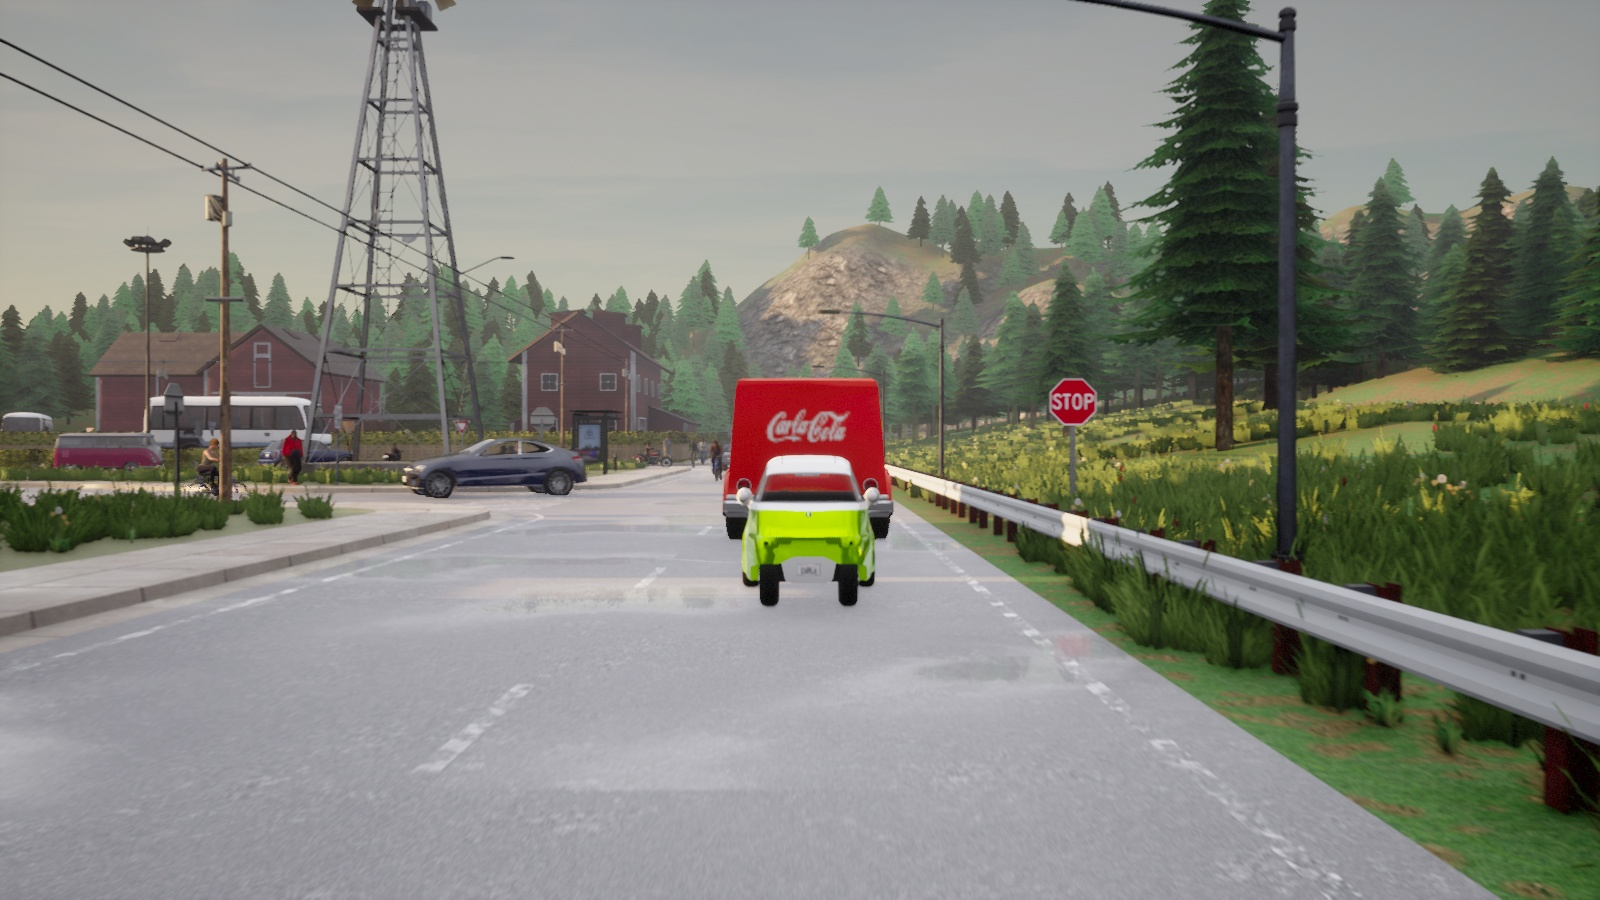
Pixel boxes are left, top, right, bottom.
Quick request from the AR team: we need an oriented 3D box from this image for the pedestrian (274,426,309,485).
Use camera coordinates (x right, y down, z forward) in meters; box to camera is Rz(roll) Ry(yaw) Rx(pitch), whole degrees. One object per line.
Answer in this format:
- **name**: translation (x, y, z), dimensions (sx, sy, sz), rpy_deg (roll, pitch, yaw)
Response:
- **pedestrian**: translation (-15.907, 0.168, 39.285), dimensions (0.899, 1.844, 0.634), rpy_deg (0, 0, 33)

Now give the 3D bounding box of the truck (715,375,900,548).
- **truck**: translation (0.128, 0.144, 20.519), dimensions (2.627, 2.467, 5.204), rpy_deg (0, 0, 0)

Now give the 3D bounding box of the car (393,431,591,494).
- **car**: translation (-8.624, 0.319, 35.252), dimensions (5.027, 1.651, 2.152), rpy_deg (0, 1, -27)

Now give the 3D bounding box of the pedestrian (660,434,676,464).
- **pedestrian**: translation (-8.489, -0.060, 80.738), dimensions (0.659, 1.952, 0.873), rpy_deg (0, 0, -31)

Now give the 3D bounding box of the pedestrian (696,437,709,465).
- **pedestrian**: translation (-6.347, 0.065, 81.965), dimensions (0.874, 1.855, 0.900), rpy_deg (0, 0, -4)

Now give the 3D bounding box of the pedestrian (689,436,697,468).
- **pedestrian**: translation (-6.250, 0.120, 73.301), dimensions (0.353, 1.847, 0.614), rpy_deg (0, 0, 2)

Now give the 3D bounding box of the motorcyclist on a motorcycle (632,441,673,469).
- **motorcyclist on a motorcycle**: translation (-8.715, 0.272, 74.106), dimensions (2.350, 1.649, 0.766), rpy_deg (0, 0, -1)

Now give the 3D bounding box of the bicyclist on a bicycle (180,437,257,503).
- **bicyclist on a bicycle**: translation (-14.426, 0.496, 31.189), dimensions (1.509, 1.612, 0.866), rpy_deg (0, 0, -1)

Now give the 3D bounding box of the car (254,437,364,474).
- **car**: translation (-24.025, 0.239, 61.558), dimensions (2.097, 1.767, 4.553), rpy_deg (0, 0, 42)

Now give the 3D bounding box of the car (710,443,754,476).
- **car**: translation (-3.155, 0.427, 58.862), dimensions (1.845, 1.501, 3.633), rpy_deg (0, 0, 0)

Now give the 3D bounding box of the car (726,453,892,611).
- **car**: translation (0.084, 0.732, 12.290), dimensions (1.481, 1.376, 2.207), rpy_deg (0, 1, 0)

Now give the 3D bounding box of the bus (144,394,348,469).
- **bus**: translation (-32.529, -1.073, 74.053), dimensions (10.273, 4.253, 3.944), rpy_deg (0, 0, 0)

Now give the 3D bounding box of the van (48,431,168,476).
- **van**: translation (-31.413, 0.152, 57.073), dimensions (4.442, 1.987, 1.775), rpy_deg (0, 0, -7)
